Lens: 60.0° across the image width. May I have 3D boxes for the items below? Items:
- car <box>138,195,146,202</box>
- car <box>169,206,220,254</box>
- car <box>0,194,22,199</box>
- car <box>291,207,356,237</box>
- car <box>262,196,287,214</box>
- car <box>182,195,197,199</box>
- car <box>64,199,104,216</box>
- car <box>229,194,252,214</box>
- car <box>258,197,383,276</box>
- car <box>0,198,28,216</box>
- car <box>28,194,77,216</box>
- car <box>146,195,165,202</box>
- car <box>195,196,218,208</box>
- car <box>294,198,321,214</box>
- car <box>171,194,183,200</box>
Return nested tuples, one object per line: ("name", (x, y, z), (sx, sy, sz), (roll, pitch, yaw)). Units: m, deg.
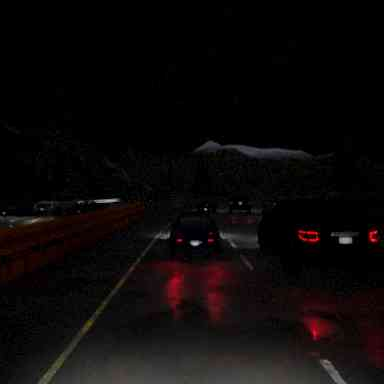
("car", (-10.082, 1.442, 73.794), (1.837, 1.490, 4.892), (0, 0, 21))
("car", (0.105, 1.517, 13.342), (1.812, 1.442, 4.674), (0, 0, 0))
("car", (-19.854, 1.196, 34.472), (2.150, 2.045, 5.566), (0, 0, 7))
("car", (7.201, 1.589, 18.787), (1.895, 1.301, 4.718), (0, 0, 1))
("car", (8.739, 1.329, 35.473), (2.097, 1.767, 4.553), (0, 0, 8))
("car", (0.365, 1.469, 71.660), (2.128, 1.511, 4.902), (0, 0, 21))
("car", (-9.664, 1.542, 30.857), (1.994, 1.385, 4.181), (0, 0, 6))
("car", (5.068, 1.198, 34.799), (2.150, 2.045, 5.566), (0, 0, 8))
("car", (3.594, 1.215, 10.436), (2.150, 2.045, 5.566), (0, 0, 0))
("car", (-16.607, 1.577, 32.047), (1.895, 1.301, 4.718), (0, 0, 6))
("car", (-13.061, 1.198, 32.414), (2.150, 2.045, 5.566), (0, 0, 7))
("car", (-7.327, 1.450, 71.230), (1.837, 1.490, 4.892), (0, 0, 21))
("car", (1.720, 1.481, 35.833), (1.837, 1.490, 4.892), (0, 0, 8))
("car", (12.329, 1.454, 35.868), (1.882, 1.535, 5.008), (0, 0, 8))
("car", (-2.824, 1.294, 73.109), (2.097, 1.767, 4.553), (0, 0, 21))
